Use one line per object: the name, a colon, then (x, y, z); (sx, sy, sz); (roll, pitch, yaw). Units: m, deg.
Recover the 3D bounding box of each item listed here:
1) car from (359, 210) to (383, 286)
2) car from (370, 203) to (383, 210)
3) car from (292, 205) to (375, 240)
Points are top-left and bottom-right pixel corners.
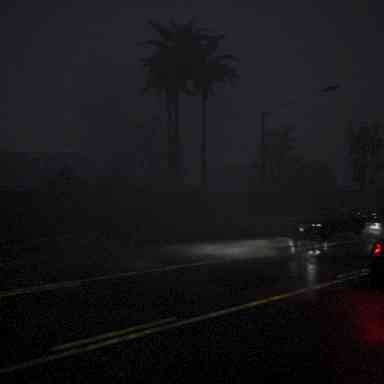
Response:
car: (6.521, 1.430, 8.429); (4.553, 1.767, 2.097); (1, 0, -36)
car: (15.946, 1.722, 28.335); (4.892, 1.490, 1.837); (1, -1, -36)
car: (7.419, 1.622, 17.923); (4.902, 1.511, 2.128); (1, 0, -36)
